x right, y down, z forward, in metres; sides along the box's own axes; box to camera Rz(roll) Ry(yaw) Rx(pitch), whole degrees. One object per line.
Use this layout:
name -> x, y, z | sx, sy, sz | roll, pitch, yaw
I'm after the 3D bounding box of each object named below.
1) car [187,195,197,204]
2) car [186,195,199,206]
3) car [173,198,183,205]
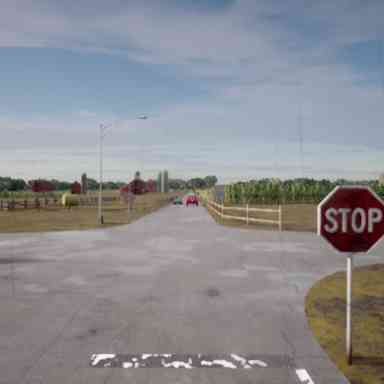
car -> 0.041, 1.613, 70.223 | 2.097, 1.767, 4.553 | 0, 0, 0
car -> 0.035, 1.519, 59.863 | 2.150, 2.045, 5.566 | 0, 0, 0
car -> -2.712, 1.874, 65.247 | 2.033, 1.411, 5.357 | 0, 0, 0
